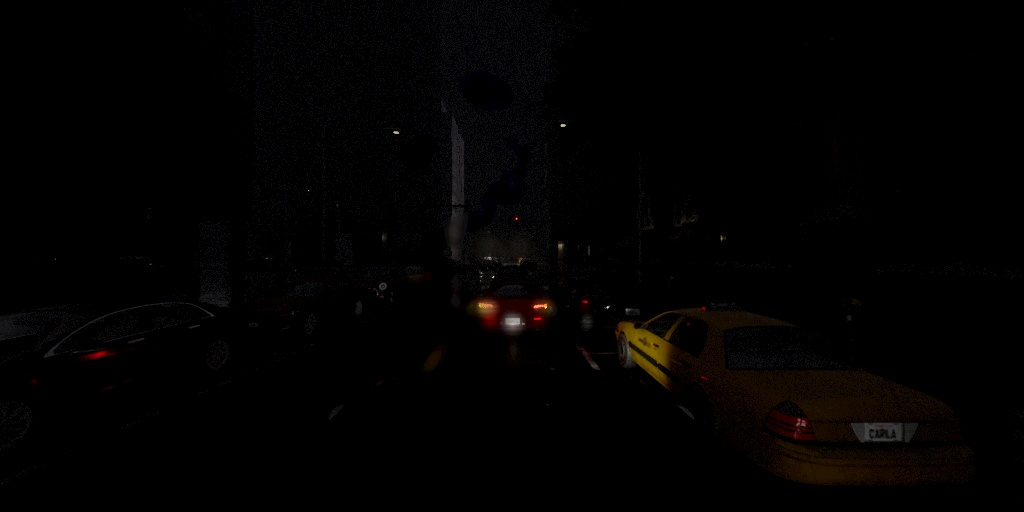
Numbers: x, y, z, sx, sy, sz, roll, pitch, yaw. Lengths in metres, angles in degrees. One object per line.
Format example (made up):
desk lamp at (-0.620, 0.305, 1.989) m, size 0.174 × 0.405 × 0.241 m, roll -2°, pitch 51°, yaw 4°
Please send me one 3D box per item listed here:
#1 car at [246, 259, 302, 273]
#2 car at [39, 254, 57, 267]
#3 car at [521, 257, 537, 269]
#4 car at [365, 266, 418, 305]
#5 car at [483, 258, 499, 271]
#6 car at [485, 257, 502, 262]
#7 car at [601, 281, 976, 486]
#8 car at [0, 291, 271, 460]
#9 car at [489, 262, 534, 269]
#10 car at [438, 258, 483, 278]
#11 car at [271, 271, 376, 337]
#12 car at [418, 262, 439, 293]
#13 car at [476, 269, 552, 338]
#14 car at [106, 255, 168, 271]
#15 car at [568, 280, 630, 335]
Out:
car at (-21.886, 0.953, 32.605) m, size 4.718 × 1.301 × 1.895 m, roll 1°, pitch 0°, yaw 0°
car at (-48.218, 0.417, 35.684) m, size 4.181 × 1.385 × 1.994 m, roll 1°, pitch 0°, yaw 0°
car at (2.719, 1.201, 53.145) m, size 1.967 × 1.591 × 4.097 m, roll 0°, pitch 0°, yaw 0°
car at (-5.774, 1.190, 15.711) m, size 1.967 × 1.591 × 4.097 m, roll 0°, pitch 0°, yaw 0°
car at (-3.138, 1.285, 47.985) m, size 1.812 × 1.442 × 4.674 m, roll 0°, pitch 0°, yaw 0°
car at (-3.133, 1.328, 57.953) m, size 1.994 × 1.385 × 4.181 m, roll 0°, pitch 0°, yaw 0°
car at (2.761, 1.275, 4.976) m, size 1.751 × 1.417 × 4.829 m, roll 0°, pitch 0°, yaw 0°
car at (-5.764, 1.300, 4.797) m, size 2.007 × 1.370 × 4.403 m, roll 0°, pitch 0°, yaw 0°
car at (0.004, 1.256, 18.964) m, size 1.837 × 1.490 × 4.892 m, roll 0°, pitch 0°, yaw 0°
car at (-5.388, 1.169, 32.649) m, size 4.902 × 1.511 × 2.128 m, roll 1°, pitch 0°, yaw 0°
car at (-5.769, 1.295, 10.254) m, size 1.888 × 1.381 × 4.507 m, roll 0°, pitch 0°, yaw 0°
car at (-5.778, 1.277, 20.997) m, size 1.751 × 1.417 × 4.829 m, roll 0°, pitch 0°, yaw 0°
car at (0.063, 1.276, 10.097) m, size 1.812 × 1.442 × 4.674 m, roll 0°, pitch 0°, yaw 0°
car at (-34.112, 0.643, 32.567) m, size 4.674 × 1.442 × 1.812 m, roll 1°, pitch 0°, yaw 0°
car at (2.756, 1.316, 10.263) m, size 1.948 × 1.339 × 4.313 m, roll 0°, pitch 0°, yaw 0°
